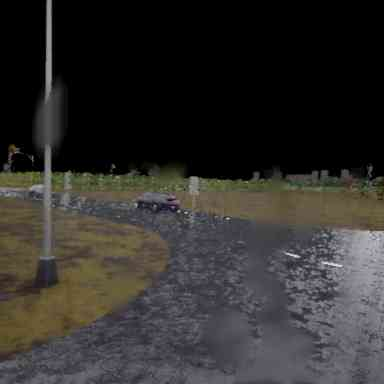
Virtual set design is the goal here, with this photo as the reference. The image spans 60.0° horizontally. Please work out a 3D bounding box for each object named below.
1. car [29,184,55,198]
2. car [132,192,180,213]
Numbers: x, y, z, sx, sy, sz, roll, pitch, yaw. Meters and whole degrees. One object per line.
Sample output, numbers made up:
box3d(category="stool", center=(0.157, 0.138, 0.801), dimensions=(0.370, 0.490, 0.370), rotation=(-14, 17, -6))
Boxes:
box3d(category="car", center=(-16.998, -0.102, 37.505), dimensions=(1.812, 1.442, 4.674), rotation=(2, 1, -40))
box3d(category="car", center=(-2.935, 0.784, 26.437), dimensions=(1.837, 1.490, 4.892), rotation=(2, 1, -40))
